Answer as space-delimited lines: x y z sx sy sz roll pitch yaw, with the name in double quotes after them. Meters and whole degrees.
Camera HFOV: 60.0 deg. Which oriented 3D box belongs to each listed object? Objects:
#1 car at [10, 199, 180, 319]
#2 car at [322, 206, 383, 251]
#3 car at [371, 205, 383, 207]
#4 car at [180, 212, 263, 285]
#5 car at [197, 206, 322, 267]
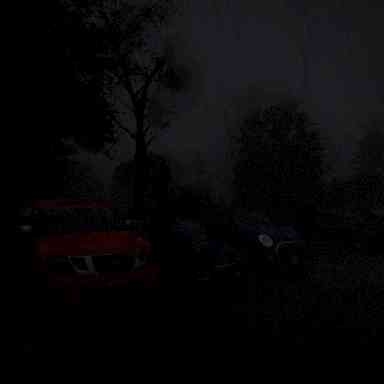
-2.881 1.227 7.971 2.435 2.045 5.566 0 0 -36 "car"
6.190 1.496 14.436 2.163 1.488 4.792 0 0 -35 "car"
8.438 1.462 16.082 2.097 1.535 5.008 0 0 -35 "car"
-0.634 1.478 9.615 2.231 1.521 4.892 0 0 -35 "car"
1.620 1.348 11.253 2.185 1.767 4.553 0 0 -35 "car"
